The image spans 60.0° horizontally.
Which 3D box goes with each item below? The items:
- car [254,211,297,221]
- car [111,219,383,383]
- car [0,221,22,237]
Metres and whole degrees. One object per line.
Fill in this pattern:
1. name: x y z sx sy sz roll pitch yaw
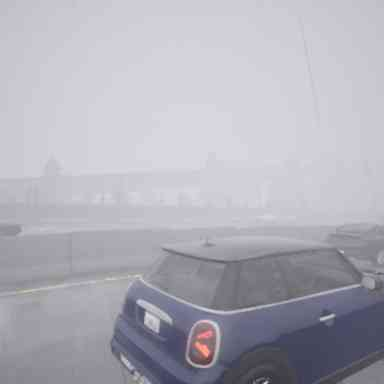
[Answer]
1. car: 7.915 2.490 31.032 4.674 1.442 1.812 4 -2 -35
2. car: 1.314 1.419 4.683 4.553 1.767 2.097 2 -1 -35
3. car: -9.931 1.614 14.069 4.718 1.301 1.895 1 0 -35
